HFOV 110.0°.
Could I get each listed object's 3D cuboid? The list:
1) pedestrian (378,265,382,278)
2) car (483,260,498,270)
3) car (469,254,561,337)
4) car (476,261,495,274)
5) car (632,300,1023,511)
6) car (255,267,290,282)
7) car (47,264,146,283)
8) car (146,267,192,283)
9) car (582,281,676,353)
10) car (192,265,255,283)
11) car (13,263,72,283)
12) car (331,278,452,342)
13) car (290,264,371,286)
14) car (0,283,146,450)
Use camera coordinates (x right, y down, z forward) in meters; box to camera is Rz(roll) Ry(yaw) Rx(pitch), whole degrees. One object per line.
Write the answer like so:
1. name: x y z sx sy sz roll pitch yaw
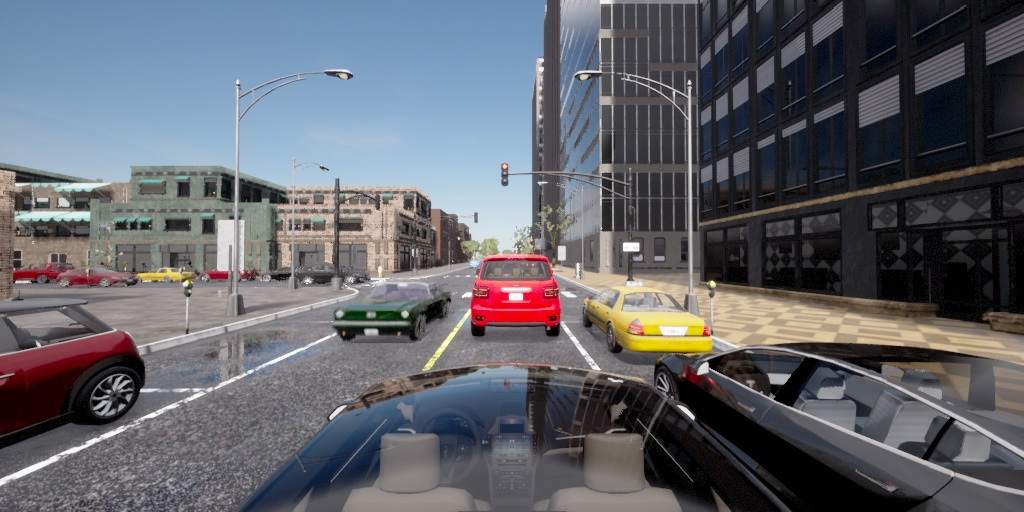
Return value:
1. pedestrian: -12.608 1.398 34.328 0.375 1.300 0.375 0 0 1
2. car: -3.195 1.316 54.160 2.033 1.411 5.357 0 0 0
3. car: 0.083 0.975 10.465 2.150 2.045 5.566 0 0 0
4. car: -3.182 1.312 43.973 2.033 1.411 5.357 0 0 0
5. car: 2.656 1.316 2.776 1.948 1.339 4.313 0 0 0
6. car: -19.470 1.561 31.448 4.313 1.339 1.948 0 0 1
7. car: -29.761 1.527 25.780 4.674 1.442 1.812 -1 -1 1
8. car: -30.735 1.627 31.570 4.829 1.417 1.751 0 0 1
9. car: 2.815 1.277 8.589 1.751 1.417 4.829 0 0 0
10. car: -25.017 1.488 31.509 4.097 1.591 1.967 0 0 1
11. car: -41.661 1.522 31.688 5.009 1.841 2.192 0 0 1
12. car: -3.007 1.353 9.992 1.895 1.301 4.718 0 0 1
13. car: -12.724 1.343 25.714 4.892 1.490 1.837 -1 -1 -2
14. car: -5.692 1.190 2.814 1.967 1.591 4.097 0 0 0
